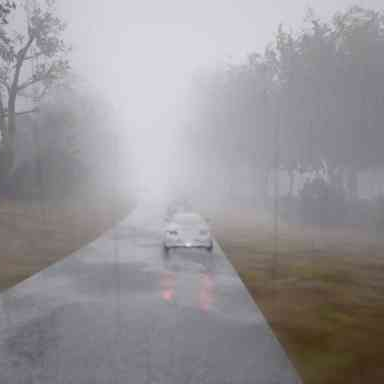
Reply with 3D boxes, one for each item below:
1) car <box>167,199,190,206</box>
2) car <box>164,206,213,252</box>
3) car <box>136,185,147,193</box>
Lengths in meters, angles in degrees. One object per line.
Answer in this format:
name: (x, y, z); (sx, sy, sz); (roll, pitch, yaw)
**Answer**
car: (-1.118, 1.283, 28.577); (1.994, 1.385, 4.181); (1, 2, -5)
car: (-0.185, 1.547, 13.873); (1.812, 1.442, 4.674); (0, 1, -2)
car: (-9.913, -0.565, 64.755); (2.033, 1.411, 5.357); (2, 2, -13)
